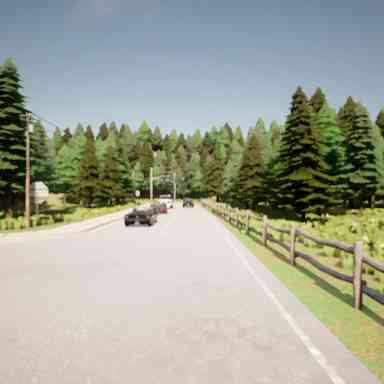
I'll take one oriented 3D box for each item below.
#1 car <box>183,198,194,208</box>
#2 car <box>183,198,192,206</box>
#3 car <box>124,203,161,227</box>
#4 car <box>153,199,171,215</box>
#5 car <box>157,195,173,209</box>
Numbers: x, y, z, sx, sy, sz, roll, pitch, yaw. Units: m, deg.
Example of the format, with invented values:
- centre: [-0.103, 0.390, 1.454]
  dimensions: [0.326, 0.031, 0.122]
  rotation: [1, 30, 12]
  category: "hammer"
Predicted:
- centre: [-0.638, 1.848, 55.675]
  dimensions: [1.812, 1.442, 4.674]
  rotation: [0, 0, -2]
  category: "car"
- centre: [-0.922, 1.885, 65.973]
  dimensions: [1.837, 1.490, 4.892]
  rotation: [0, 0, -2]
  category: "car"
- centre: [-3.610, 1.736, 23.966]
  dimensions: [1.895, 1.301, 4.718]
  rotation: [0, 0, 0]
  category: "car"
- centre: [-3.706, 1.773, 36.738]
  dimensions: [1.994, 1.385, 4.181]
  rotation: [0, 0, -2]
  category: "car"
- centre: [-4.066, 1.512, 50.440]
  dimensions: [2.150, 2.045, 5.566]
  rotation: [0, 0, -1]
  category: "car"
